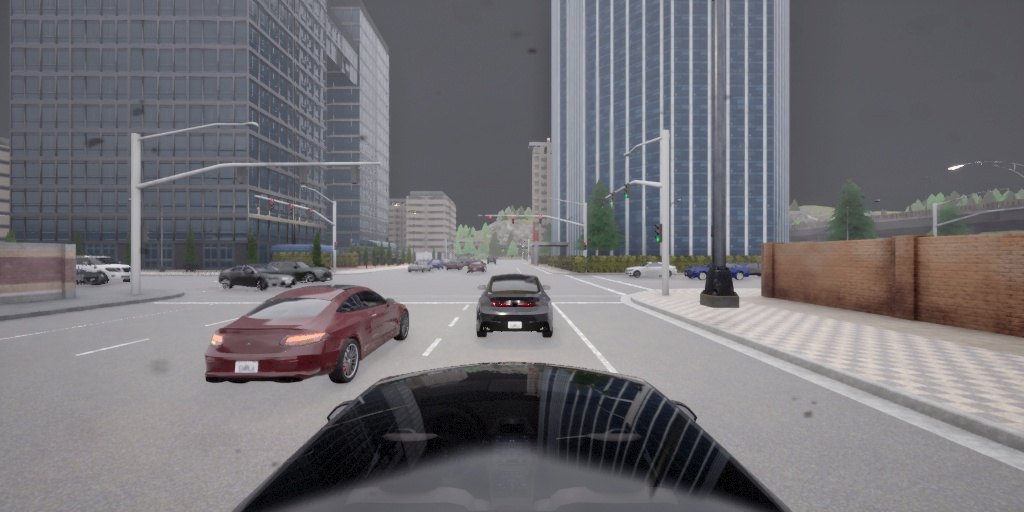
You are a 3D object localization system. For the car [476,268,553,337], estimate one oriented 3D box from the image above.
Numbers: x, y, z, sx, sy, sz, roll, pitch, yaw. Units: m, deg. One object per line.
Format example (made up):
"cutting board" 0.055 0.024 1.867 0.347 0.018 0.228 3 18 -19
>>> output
"car" 0.064 1.255 10.224 1.837 1.490 4.892 0 0 0

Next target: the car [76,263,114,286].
"car" -28.527 1.314 22.651 4.181 1.385 1.994 0 0 0

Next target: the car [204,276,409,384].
"car" -3.438 1.276 6.958 1.812 1.442 4.674 0 0 0

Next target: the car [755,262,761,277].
"car" 22.614 1.297 33.817 5.357 1.411 2.033 0 0 -1

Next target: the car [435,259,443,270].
"car" -11.473 1.227 53.826 1.882 1.535 5.008 0 0 -1

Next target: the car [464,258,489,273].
"car" -4.137 1.275 42.643 1.812 1.442 4.674 0 0 1

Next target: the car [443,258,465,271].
"car" -7.912 1.351 49.641 1.895 1.301 4.718 0 0 -1

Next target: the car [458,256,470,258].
"car" -8.050 0.971 59.435 2.150 2.045 5.566 0 0 -1

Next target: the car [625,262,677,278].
"car" 13.027 1.276 33.713 4.674 1.442 1.812 0 0 1

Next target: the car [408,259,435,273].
"car" -11.395 1.351 44.434 1.895 1.301 4.718 0 0 1

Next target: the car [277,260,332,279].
"car" -15.723 1.101 26.267 4.553 1.767 2.097 0 0 0

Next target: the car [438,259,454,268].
"car" -11.596 1.227 63.457 1.882 1.535 5.008 0 0 0

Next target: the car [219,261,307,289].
"car" -15.150 1.243 21.417 4.902 1.511 2.128 0 0 20

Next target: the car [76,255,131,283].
"car" -30.626 0.966 26.132 5.566 2.045 2.150 1 0 0

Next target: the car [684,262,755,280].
"car" 17.209 1.228 30.269 5.008 1.535 1.882 0 0 -1
